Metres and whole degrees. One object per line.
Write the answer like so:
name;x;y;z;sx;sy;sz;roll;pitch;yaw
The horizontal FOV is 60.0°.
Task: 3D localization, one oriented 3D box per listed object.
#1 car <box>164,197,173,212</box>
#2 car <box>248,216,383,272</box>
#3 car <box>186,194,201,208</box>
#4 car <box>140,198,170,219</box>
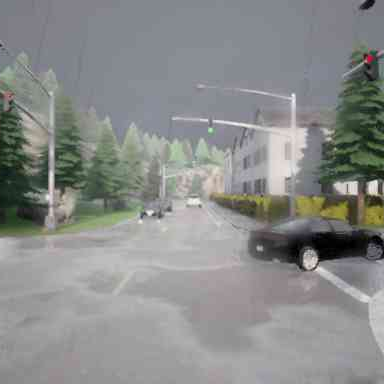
car;-3.458;1.462;39.958;2.097;1.767;4.553;0;0;0
car;4.191;1.526;11.013;5.008;1.535;1.882;0;-2;-28
car;0.291;1.368;52.340;2.150;2.045;5.566;0;0;-1
car;-3.502;1.574;30.166;2.128;1.511;4.902;0;0;0
